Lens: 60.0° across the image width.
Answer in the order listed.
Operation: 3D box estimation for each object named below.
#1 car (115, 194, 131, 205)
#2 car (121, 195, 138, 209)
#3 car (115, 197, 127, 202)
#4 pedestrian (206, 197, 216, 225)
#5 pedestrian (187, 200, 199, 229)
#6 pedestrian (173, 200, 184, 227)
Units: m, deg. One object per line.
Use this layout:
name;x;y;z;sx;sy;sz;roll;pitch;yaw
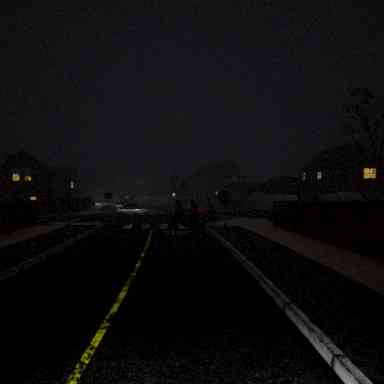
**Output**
car;-13.816;1.616;65.080;2.097;1.767;4.553;0;0;-18
car;-8.690;1.604;47.201;1.882;1.535;5.008;0;0;-14
car;-17.564;1.840;82.351;1.994;1.385;4.181;0;0;-24
pedestrian;1.147;1.143;20.470;0.375;1.860;0.375;-1;1;-6
pedestrian;0.054;1.296;19.763;0.375;1.860;0.375;-1;1;-6
pedestrian;-0.858;1.299;20.879;0.375;1.860;0.375;-1;1;-6
